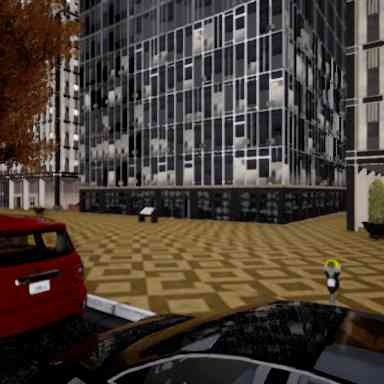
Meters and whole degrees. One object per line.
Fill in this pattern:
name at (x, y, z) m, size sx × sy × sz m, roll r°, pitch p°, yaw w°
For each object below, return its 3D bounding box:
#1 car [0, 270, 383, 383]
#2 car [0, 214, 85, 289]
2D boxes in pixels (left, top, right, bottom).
car at (0.586, 1.564, 2.461) m, size 4.313 × 1.339 × 1.947 m, roll 0°, pitch 0°, yaw 36°
car at (-3.903, 1.304, 5.678) m, size 5.009 × 1.841 × 2.192 m, roll 0°, pitch 0°, yaw 36°
